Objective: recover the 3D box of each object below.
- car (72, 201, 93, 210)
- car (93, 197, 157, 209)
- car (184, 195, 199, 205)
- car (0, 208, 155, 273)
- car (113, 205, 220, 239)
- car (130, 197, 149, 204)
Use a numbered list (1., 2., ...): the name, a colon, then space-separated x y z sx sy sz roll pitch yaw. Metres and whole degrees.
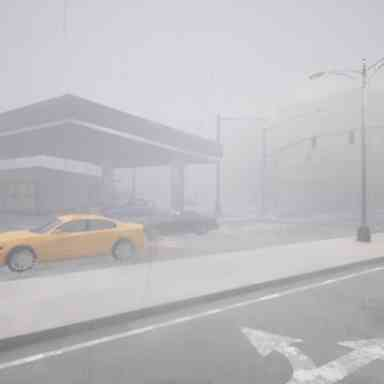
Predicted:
1. car: -8.980 1.533 30.568 3.806 1.475 1.970 1 0 -35
2. car: -5.024 1.377 26.333 4.611 1.667 2.242 1 0 -35
3. car: -1.088 1.451 55.011 2.150 2.045 5.566 1 0 -36
4. car: -3.961 1.500 10.974 5.008 1.535 1.882 0 0 -35
5. car: -1.057 1.615 17.305 5.357 1.411 2.033 1 0 -35
6. car: -10.786 1.760 68.293 1.895 1.301 4.718 1 0 -36
